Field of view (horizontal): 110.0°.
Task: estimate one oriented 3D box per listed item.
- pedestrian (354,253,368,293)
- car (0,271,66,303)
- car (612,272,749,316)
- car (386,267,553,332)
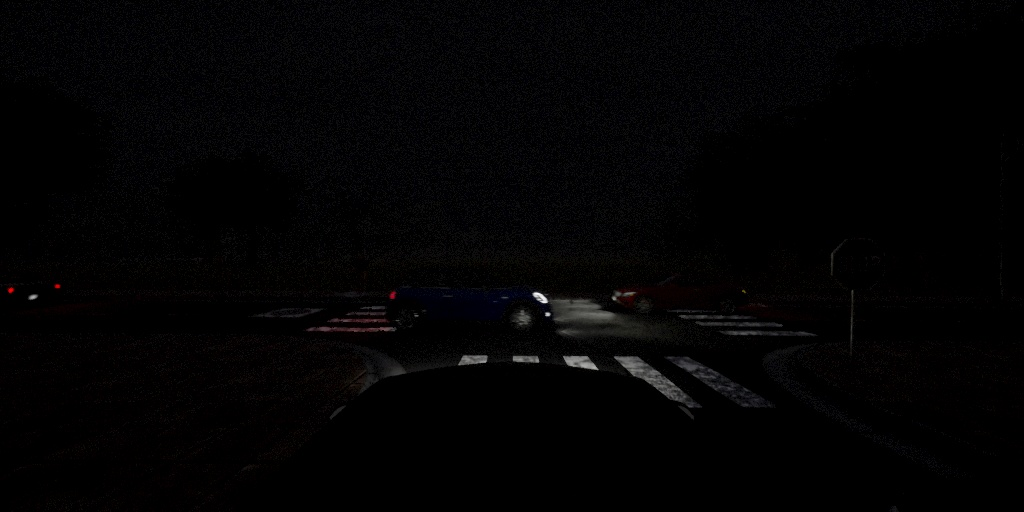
[{"bbox_3d":[-6.804,0.757,16.187,0.375,1.860,0.375,0,1,0],"label":"pedestrian"},{"bbox_3d":[-20.030,1.233,13.349,4.718,1.301,1.895,0,1,0],"label":"car"},{"bbox_3d":[6.113,1.315,13.214,4.674,1.442,1.812,1,1,0],"label":"car"},{"bbox_3d":[-1.119,1.105,10.325,4.553,1.767,2.097,0,0,0],"label":"car"}]
